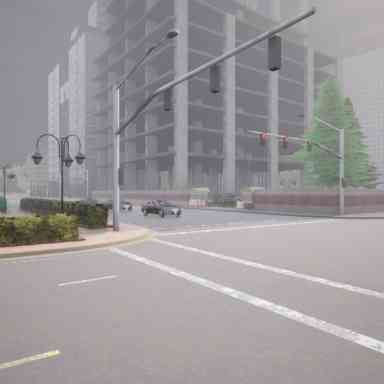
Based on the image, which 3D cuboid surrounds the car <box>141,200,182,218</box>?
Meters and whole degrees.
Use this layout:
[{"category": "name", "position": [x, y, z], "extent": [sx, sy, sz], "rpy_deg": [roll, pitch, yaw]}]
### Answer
[{"category": "car", "position": [-2.819, 1.436, 29.815], "extent": [2.128, 1.511, 4.902], "rpy_deg": [0, 0, -36]}]

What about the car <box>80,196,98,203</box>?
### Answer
[{"category": "car", "position": [-20.713, 1.545, 66.671], "extent": [1.895, 1.301, 4.718], "rpy_deg": [0, 0, -36]}]

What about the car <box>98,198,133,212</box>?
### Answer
[{"category": "car", "position": [-8.390, 1.436, 37.482], "extent": [2.128, 1.511, 4.902], "rpy_deg": [0, 0, -36]}]

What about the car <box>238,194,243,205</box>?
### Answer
[{"category": "car", "position": [7.346, 1.114, 55.157], "extent": [1.905, 1.878, 3.866], "rpy_deg": [0, 0, -36]}]

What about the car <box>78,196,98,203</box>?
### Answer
[{"category": "car", "position": [-14.288, 1.508, 45.609], "extent": [1.994, 1.385, 4.181], "rpy_deg": [0, 0, -36]}]

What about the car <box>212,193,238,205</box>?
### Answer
[{"category": "car", "position": [4.957, 1.114, 53.441], "extent": [1.905, 1.878, 3.866], "rpy_deg": [0, 0, -36]}]
